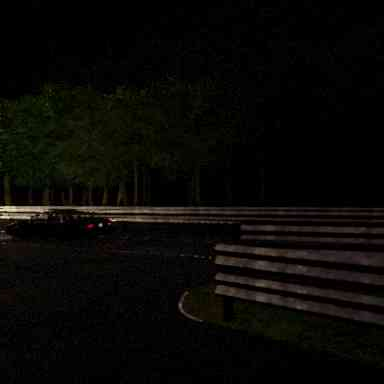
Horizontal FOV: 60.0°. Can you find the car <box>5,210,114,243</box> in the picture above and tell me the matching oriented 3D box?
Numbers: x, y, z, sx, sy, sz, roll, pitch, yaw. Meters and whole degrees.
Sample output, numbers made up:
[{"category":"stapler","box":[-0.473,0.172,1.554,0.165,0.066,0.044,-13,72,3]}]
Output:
[{"category":"car","box":[-6.295,1.548,15.675,5.357,1.411,2.033,-1,-1,25]}]
